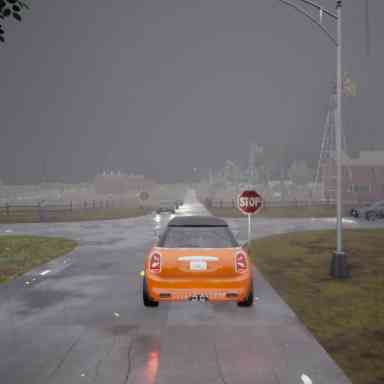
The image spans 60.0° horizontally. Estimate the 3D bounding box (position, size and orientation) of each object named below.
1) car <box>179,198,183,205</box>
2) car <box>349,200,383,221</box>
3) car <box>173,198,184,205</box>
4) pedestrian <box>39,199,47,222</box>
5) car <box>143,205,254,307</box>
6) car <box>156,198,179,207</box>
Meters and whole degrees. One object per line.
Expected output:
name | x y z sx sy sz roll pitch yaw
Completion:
car | -2.725 1.670 46.385 2.033 1.411 5.357 0 0 0
car | 13.563 1.267 23.823 4.181 1.385 1.994 -1 1 -1
car | -2.610 1.867 66.888 2.033 1.411 5.357 0 -1 0
pedestrian | -12.086 1.466 27.030 0.375 1.860 0.375 0 2 0
car | 0.120 1.354 8.151 2.097 1.767 4.553 0 0 0
car | -2.754 1.569 35.835 1.837 1.490 4.892 0 -1 0
